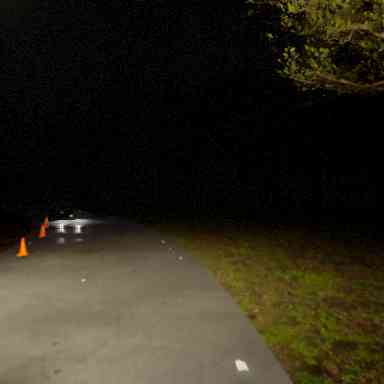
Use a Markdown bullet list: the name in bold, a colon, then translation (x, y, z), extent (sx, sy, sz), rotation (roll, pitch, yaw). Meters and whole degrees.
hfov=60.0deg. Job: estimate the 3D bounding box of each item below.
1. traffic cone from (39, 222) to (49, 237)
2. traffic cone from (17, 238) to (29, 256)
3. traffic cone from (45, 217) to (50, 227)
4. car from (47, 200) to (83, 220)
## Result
- **traffic cone**: translation (-7.287, 1.878, 16.246), extent (0.340, 0.580, 0.340), rotation (0, 0, -19)
- **traffic cone**: translation (-5.926, 1.906, 11.664), extent (0.340, 0.580, 0.340), rotation (0, 0, -14)
- **traffic cone**: translation (-9.048, 1.853, 20.690), extent (0.340, 0.580, 0.340), rotation (-1, 0, -24)
- **car**: translation (-10.575, 1.401, 27.294), extent (2.033, 1.411, 5.357), rotation (-1, 1, -34)
